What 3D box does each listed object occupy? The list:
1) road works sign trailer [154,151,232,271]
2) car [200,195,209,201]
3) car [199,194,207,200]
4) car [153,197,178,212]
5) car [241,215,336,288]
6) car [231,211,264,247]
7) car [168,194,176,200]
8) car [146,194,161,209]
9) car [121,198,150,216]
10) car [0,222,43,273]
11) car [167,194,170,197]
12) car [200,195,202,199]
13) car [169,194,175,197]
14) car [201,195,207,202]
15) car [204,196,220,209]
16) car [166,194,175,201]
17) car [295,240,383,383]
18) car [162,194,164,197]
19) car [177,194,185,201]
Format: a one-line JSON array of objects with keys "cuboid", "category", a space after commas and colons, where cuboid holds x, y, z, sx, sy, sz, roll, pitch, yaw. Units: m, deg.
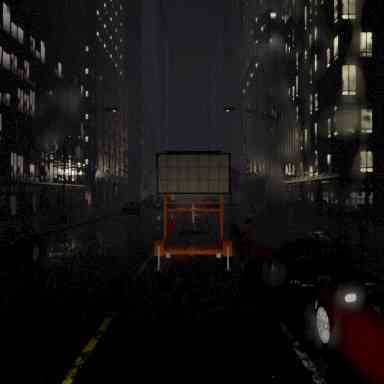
[{"cuboid": [0.046, 0.463, 10.928, 2.380, 3.560, 2.880, 0, 0, 0], "category": "road works sign trailer"}, {"cuboid": [3.046, 1.445, 82.779, 1.947, 1.339, 4.313, 1, 0, 0], "category": "car"}, {"cuboid": [3.094, 1.389, 94.129, 1.887, 1.381, 4.507, 1, 0, 0], "category": "car"}, {"cuboid": [-2.940, 1.575, 38.289, 1.895, 1.301, 4.718, 0, 0, 0], "category": "car"}, {"cuboid": [2.734, 1.550, 9.006, 2.008, 1.369, 4.403, 0, 0, 0], "category": "car"}, {"cuboid": [2.759, 1.522, 14.853, 1.752, 1.417, 4.829, 0, 0, 0], "category": "car"}, {"cuboid": [-5.311, 1.388, 88.339, 1.752, 1.417, 4.829, 1, 0, 0], "category": "car"}, {"cuboid": [-5.502, 1.407, 43.105, 1.967, 1.590, 4.097, 0, 0, 0], "category": "car"}, {"cuboid": [-5.551, 1.527, 31.752, 1.887, 1.381, 4.507, 0, 0, 0], "category": "car"}, {"cuboid": [-5.646, 1.550, 9.049, 2.008, 1.369, 4.403, 0, 0, 0], "category": "car"}, {"cuboid": [-5.431, 1.519, 60.130, 1.802, 1.307, 4.206, 1, 0, 0], "category": "car"}, {"cuboid": [2.950, 1.519, 60.080, 1.802, 1.307, 4.206, 1, 0, 0], "category": "car"}, {"cuboid": [-5.380, 1.226, 71.482, 2.192, 1.841, 5.009, 1, 0, 0], "category": "car"}, {"cuboid": [2.926, 1.530, 54.406, 1.802, 1.307, 4.206, 1, 0, 0], "category": "car"}, {"cuboid": [2.878, 1.533, 43.057, 1.947, 1.339, 4.313, 0, 0, 0], "category": "car"}, {"cuboid": [-5.333, 1.320, 82.833, 1.967, 1.590, 4.097, 1, 0, 0], "category": "car"}, {"cuboid": [2.710, 1.545, 3.332, 1.887, 1.381, 4.507, 0, 0, 0], "category": "car"}, {"cuboid": [-5.477, 1.274, 48.780, 2.192, 1.841, 5.009, 0, 0, 0], "category": "car"}, {"cuboid": [-2.652, 1.357, 82.665, 1.882, 1.535, 5.008, 0, 0, 0], "category": "car"}]
